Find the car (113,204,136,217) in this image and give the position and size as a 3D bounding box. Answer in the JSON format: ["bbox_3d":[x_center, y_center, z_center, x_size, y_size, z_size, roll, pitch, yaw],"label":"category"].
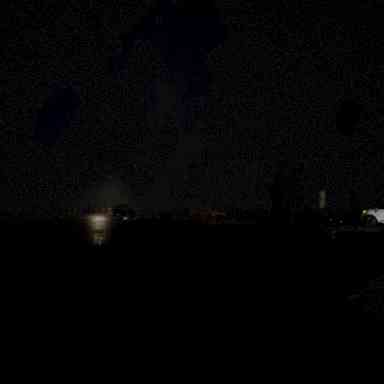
[{"bbox_3d":[-11.223,2.983,54.995,2.150,2.045,5.566,1,-3,-35],"label":"car"}]

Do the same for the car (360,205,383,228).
[{"bbox_3d":[14.808,1.537,23.338,2.150,2.045,5.566,2,-3,-29],"label":"car"}]

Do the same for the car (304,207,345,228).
[{"bbox_3d":[9.336,1.962,25.893,1.837,1.490,4.892,1,-2,-35],"label":"car"}]

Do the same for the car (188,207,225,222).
[{"bbox_3d":[1.567,2.427,36.853,1.882,1.535,5.008,1,-3,-35],"label":"car"}]
